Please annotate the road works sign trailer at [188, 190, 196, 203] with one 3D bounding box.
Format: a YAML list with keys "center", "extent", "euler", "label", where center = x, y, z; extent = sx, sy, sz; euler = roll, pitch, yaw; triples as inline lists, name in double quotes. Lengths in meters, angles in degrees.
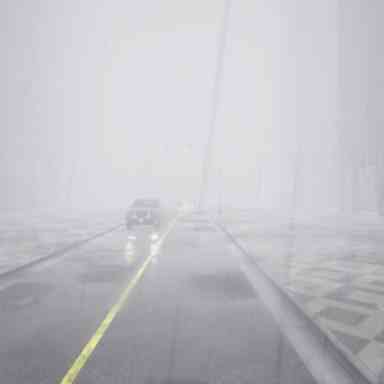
- center: [-0.038, 1.363, 95.221]
  extent: [2.380, 3.560, 2.880]
  euler: [0, 0, 0]
  label: "road works sign trailer"

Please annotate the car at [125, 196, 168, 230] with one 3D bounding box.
- center: [-3.108, 1.412, 23.044]
  extent: [2.150, 2.045, 5.566]
  euler: [0, 0, 0]
  label: "car"

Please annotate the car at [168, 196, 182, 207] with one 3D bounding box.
- center: [-3.047, 1.917, 63.634]
  extent: [2.097, 1.767, 4.553]
  euler: [0, -1, 1]
  label: "car"
